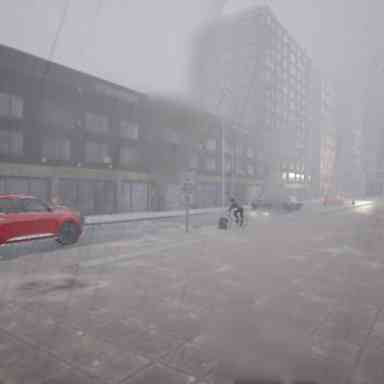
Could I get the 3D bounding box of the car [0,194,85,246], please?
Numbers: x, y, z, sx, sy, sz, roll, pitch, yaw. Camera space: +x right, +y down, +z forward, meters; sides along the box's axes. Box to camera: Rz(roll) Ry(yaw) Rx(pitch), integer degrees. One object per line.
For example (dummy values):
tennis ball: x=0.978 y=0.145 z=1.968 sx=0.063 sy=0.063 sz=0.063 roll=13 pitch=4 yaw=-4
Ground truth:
car: x=-6.540 y=1.099 z=11.946 sx=2.150 sy=2.045 sz=5.566 roll=-1 pitch=0 yaw=26

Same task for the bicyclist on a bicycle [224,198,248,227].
bicyclist on a bicycle: x=2.451 y=1.193 z=19.117 sx=1.656 sy=1.620 sz=0.582 roll=0 pitch=0 yaw=35

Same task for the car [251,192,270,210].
car: x=8.839 y=1.012 z=38.189 sx=2.150 sy=2.045 sz=5.566 roll=1 pitch=1 yaw=36

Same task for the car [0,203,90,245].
car: x=-7.338 y=1.346 z=15.459 sx=1.837 sy=1.490 sz=4.892 roll=1 pitch=1 yaw=35

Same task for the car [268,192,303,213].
car: x=10.070 y=1.180 z=34.864 sx=2.097 sy=1.767 sz=4.553 roll=1 pitch=1 yaw=35

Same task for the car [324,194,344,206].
car: x=22.134 y=1.157 z=51.862 sx=2.097 sy=1.767 sz=4.553 roll=1 pitch=1 yaw=35
